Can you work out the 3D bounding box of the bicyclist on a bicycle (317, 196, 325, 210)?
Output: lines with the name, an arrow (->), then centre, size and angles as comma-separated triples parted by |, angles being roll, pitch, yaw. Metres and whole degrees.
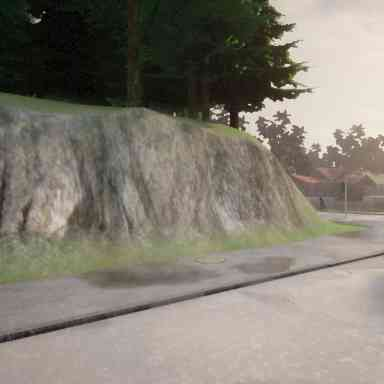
bicyclist on a bicycle -> 15.522, 1.349, 39.962 | 1.656, 1.620, 0.582 | 0, 0, -36
